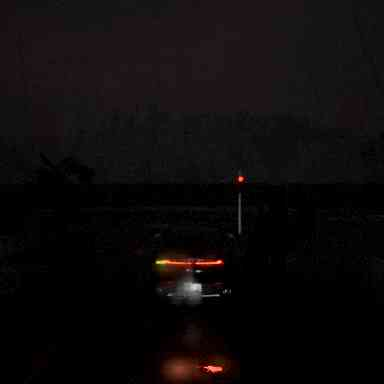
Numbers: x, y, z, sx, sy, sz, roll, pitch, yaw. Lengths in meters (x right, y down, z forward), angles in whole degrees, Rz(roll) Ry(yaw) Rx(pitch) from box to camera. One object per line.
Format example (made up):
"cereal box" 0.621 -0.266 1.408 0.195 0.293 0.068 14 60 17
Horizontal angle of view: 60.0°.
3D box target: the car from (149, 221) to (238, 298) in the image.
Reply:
"car" 0.053 1.505 8.512 1.837 1.490 4.892 0 0 1
